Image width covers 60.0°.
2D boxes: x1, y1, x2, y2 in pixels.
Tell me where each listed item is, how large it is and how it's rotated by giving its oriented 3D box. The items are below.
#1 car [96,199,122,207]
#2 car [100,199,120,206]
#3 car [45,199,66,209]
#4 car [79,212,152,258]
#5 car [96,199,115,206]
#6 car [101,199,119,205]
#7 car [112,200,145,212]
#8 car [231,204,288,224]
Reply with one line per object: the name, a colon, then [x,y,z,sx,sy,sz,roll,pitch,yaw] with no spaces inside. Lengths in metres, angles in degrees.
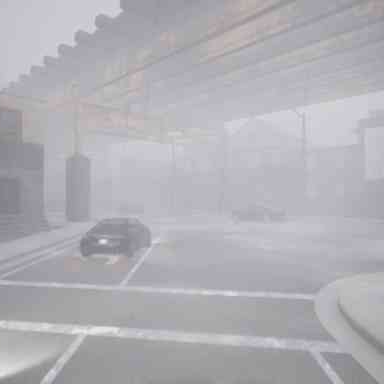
car: [-16.813,2.188,67.341,4.974,1.542,2.038,0,-1,-15]
car: [-17.489,2.228,71.010,2.038,1.542,4.974,0,-1,15]
car: [-23.274,1.970,56.622,2.097,1.767,4.553,1,-1,-45]
car: [-2.932,1.714,13.571,1.994,1.385,4.181,0,-1,5]
car: [-16.762,2.031,67.356,4.536,1.218,1.853,0,-1,-15]
car: [-17.475,2.071,71.062,1.853,1.218,4.536,0,-1,15]
car: [-7.638,2.008,40.596,1.994,1.385,4.181,1,-1,-43]
car: [5.456,1.779,27.531,1.882,1.535,5.008,1,-1,-45]
